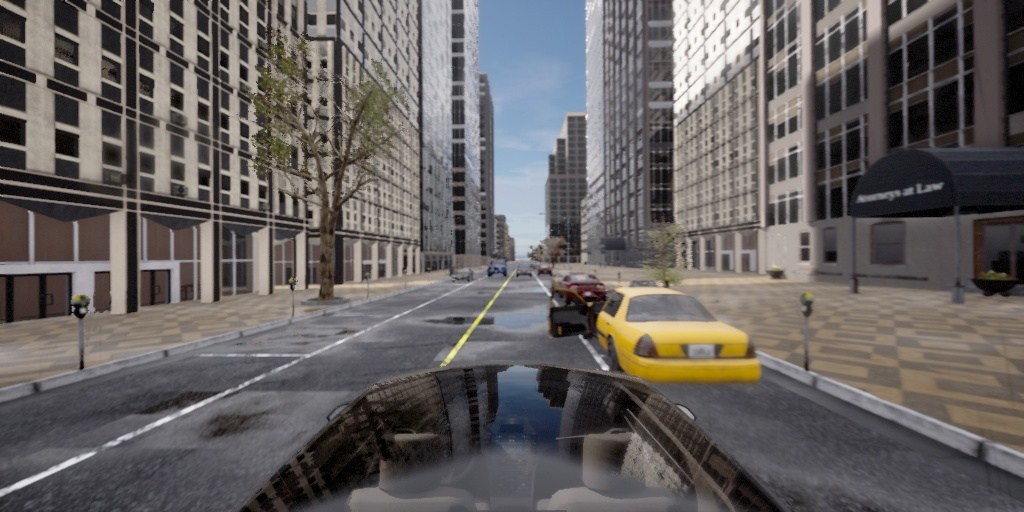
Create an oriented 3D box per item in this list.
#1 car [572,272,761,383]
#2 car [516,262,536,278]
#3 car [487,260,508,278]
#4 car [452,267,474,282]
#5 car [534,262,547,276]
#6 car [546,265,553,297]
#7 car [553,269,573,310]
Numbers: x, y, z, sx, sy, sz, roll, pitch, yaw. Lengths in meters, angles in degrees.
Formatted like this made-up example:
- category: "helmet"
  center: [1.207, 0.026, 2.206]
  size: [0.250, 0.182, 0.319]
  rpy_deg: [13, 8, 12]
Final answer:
- category: "car"
  center: [2.576, 1.256, 7.288]
  size: [1.801, 1.575, 5.366]
  rpy_deg: [0, -1, 2]
- category: "car"
  center: [1.397, 1.770, 41.834]
  size: [2.033, 1.411, 5.357]
  rpy_deg: [0, -1, 2]
- category: "car"
  center: [-1.679, 1.485, 43.183]
  size: [2.150, 2.045, 5.566]
  rpy_deg: [0, -1, 2]
- category: "car"
  center: [-4.621, 1.726, 34.265]
  size: [2.007, 1.370, 4.403]
  rpy_deg: [0, 0, 2]
- category: "car"
  center: [4.108, 1.789, 45.294]
  size: [1.888, 1.381, 4.507]
  rpy_deg: [0, 0, 2]
- category: "car"
  center: [3.408, 1.505, 22.905]
  size: [1.751, 1.417, 4.829]
  rpy_deg: [0, 0, 2]
- category: "car"
  center: [3.227, 1.458, 17.096]
  size: [1.888, 1.381, 4.507]
  rpy_deg: [0, 0, 2]
